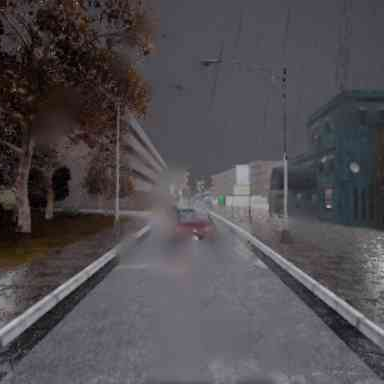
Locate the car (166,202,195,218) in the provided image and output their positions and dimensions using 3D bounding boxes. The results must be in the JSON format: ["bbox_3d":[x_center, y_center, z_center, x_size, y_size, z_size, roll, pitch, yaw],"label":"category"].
[{"bbox_3d":[-1.224,1.947,32.819,1.895,1.301,4.718,1,-2,-18],"label":"car"}]

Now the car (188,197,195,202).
[{"bbox_3d":[-0.036,2.639,89.796,2.033,1.411,5.357,0,-1,0],"label":"car"}]

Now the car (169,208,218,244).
[{"bbox_3d":[0.101,1.627,15.789,1.895,1.301,4.718,0,-1,0],"label":"car"}]
